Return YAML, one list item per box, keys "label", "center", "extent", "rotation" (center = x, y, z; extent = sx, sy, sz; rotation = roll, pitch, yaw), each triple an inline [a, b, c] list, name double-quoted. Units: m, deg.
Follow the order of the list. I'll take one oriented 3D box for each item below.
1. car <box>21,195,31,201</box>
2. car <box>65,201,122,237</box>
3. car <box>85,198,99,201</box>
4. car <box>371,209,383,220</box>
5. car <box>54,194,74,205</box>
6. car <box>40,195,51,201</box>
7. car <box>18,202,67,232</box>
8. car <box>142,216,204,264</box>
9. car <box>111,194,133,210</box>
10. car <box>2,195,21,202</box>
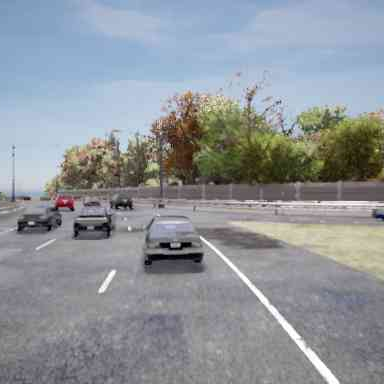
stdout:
- label: "car"
  center: [-41.693, 1.485, 82.494]
  extent: [4.892, 1.490, 1.837]
  rotation: [0, 0, 38]
- label: "car"
  center: [-5.274, 1.515, 18.472]
  extent: [2.128, 1.511, 4.902]
  rotation: [0, 0, -9]
- label: "car"
  center: [-13.447, 1.566, 44.548]
  extent: [1.837, 1.490, 4.892]
  rotation: [0, 0, -24]
- label: "car"
  center: [16.238, 1.495, 24.423]
  extent: [5.357, 1.411, 2.033]
  rotation: [0, 0, 19]
- label: "car"
  center: [-16.270, 1.292, 42.348]
  extent: [2.150, 2.045, 5.566]
  rotation: [0, 0, -23]
- label: "car"
  center: [-37.478, 1.523, 85.083]
  extent: [1.994, 1.385, 4.181]
  rotation: [0, 0, -36]
- label: "car"
  center: [-9.342, 1.564, 20.672]
  extent: [1.812, 1.442, 4.674]
  rotation: [0, 0, -11]
- label: "car"
  center: [-0.780, 1.553, 11.909]
  extent: [2.033, 1.411, 5.357]
  rotation: [0, 0, -7]
- label: "car"
  center: [-9.376, 1.268, 44.018]
  extent: [2.150, 2.045, 5.566]
  rotation: [0, 0, -23]
- label: "car"
  center: [-43.993, 1.517, 79.856]
  extent: [4.902, 1.511, 2.128]
  rotation: [0, 0, 38]
